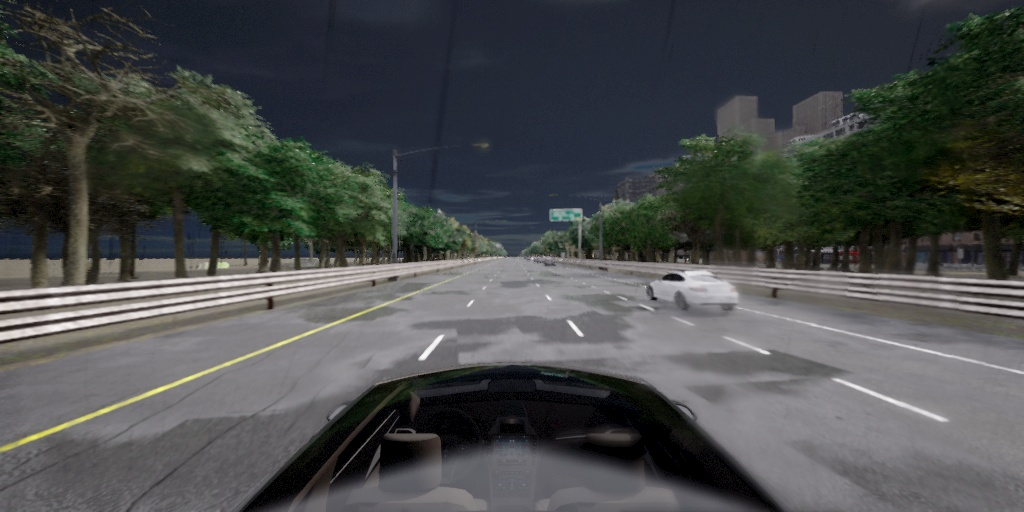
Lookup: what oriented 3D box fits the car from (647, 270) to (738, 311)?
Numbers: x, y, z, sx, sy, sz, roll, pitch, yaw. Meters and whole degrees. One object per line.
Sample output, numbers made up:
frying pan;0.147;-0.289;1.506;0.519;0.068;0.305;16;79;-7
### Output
car;7.000;1.283;14.330;1.812;1.442;4.674;0;0;0
